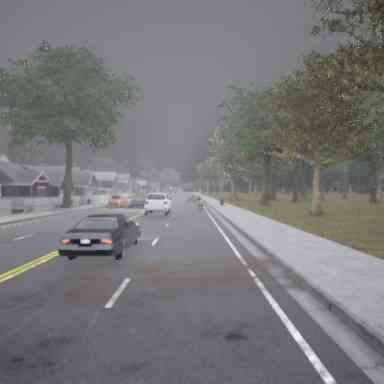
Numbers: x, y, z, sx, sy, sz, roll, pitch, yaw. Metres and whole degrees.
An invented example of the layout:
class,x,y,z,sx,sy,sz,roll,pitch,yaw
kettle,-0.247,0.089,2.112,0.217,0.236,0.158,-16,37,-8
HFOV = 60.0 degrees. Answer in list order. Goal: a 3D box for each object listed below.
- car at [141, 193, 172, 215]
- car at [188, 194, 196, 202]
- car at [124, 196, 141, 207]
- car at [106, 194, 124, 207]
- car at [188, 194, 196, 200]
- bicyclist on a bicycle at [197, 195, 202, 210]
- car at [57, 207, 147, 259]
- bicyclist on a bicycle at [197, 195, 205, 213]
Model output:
class,x,y,z,sx,sy,sz,roll,pitch,yaw
car,-3.149,1.095,31.670,2.150,2.045,5.566,0,0,0
car,0.015,1.280,69.510,2.033,1.411,5.357,0,0,0
car,-6.590,1.383,41.187,2.033,1.411,5.357,0,0,0
car,-9.830,1.177,43.657,2.097,1.767,4.553,0,0,0
car,0.004,1.159,79.339,1.882,1.535,5.008,0,0,0
bicyclist on a bicycle,0.896,1.209,40.329,0.659,1.776,1.843,0,1,0
car,-3.148,1.498,12.324,2.033,1.411,5.357,0,0,0
bicyclist on a bicycle,0.869,1.307,32.225,0.866,1.612,1.509,0,0,0
